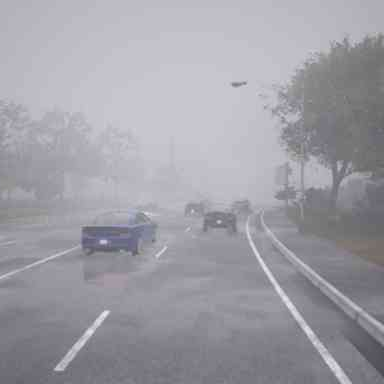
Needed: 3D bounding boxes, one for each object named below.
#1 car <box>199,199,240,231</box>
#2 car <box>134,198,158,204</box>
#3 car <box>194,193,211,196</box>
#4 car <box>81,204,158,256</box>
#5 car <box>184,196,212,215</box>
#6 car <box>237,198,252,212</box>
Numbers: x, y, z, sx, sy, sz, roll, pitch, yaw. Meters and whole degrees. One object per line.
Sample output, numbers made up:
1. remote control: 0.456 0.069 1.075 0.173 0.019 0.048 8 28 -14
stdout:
1. car: 1.825 1.456 20.430 1.882 1.535 5.008 0 0 8
2. car: -5.326 1.444 38.382 1.812 1.442 4.674 0 0 15
3. car: 1.306 1.150 48.134 2.150 2.045 5.566 0 0 19
4. car: -2.626 1.450 13.155 1.882 1.535 5.008 0 0 5
5. car: 0.588 1.460 32.447 1.837 1.490 4.892 0 0 13
6. car: 5.752 1.461 38.349 2.128 1.511 4.902 0 0 16
